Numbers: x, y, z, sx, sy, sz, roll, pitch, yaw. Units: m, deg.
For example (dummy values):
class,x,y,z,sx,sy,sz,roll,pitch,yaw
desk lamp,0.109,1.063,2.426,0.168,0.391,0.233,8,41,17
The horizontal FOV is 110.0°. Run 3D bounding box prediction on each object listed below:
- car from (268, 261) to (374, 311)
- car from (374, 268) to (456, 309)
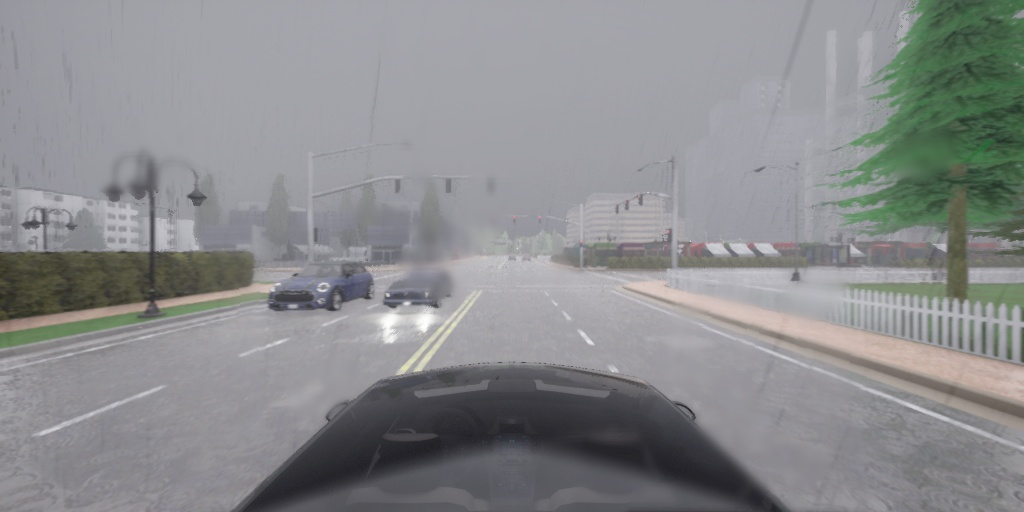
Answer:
class,x,y,z,sx,sy,sz,roll,pitch,yaw
car,-6.996,1.002,13.694,2.097,1.767,4.553,0,1,0
car,-3.506,1.192,14.647,2.033,1.411,5.357,0,0,0
